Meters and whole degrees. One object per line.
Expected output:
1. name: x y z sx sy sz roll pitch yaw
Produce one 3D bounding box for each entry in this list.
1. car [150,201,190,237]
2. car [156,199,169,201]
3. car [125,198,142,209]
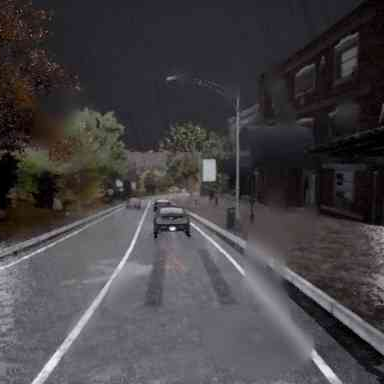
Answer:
1. car: -1.168 1.480 18.102 1.837 1.490 4.892 -1 0 -6
2. car: -3.217 1.457 36.475 1.882 1.535 5.008 -1 0 -6
3. car: -7.880 1.537 44.886 1.837 1.490 4.892 -1 -1 -6
